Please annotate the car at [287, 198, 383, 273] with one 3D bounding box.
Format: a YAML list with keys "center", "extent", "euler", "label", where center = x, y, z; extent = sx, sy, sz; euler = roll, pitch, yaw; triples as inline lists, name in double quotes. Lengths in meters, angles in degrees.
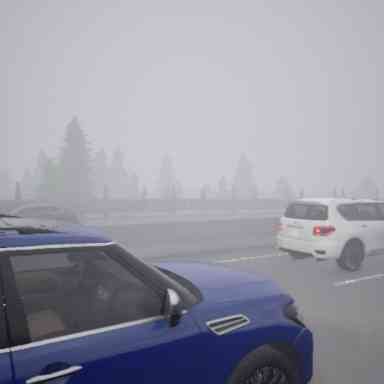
- center: [5.306, 1.212, 10.824]
  extent: [5.566, 2.045, 2.150]
  euler: [0, 0, -29]
  label: "car"

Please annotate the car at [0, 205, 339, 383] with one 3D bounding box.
- center: [-1.441, 1.211, 2.625]
  extent: [5.566, 2.045, 2.150]
  euler: [0, 0, -35]
  label: "car"

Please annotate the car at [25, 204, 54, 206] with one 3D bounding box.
- center: [-8.942, 1.443, 18.788]
  extent: [4.892, 1.490, 1.837]
  euler: [0, 0, -33]
  label: "car"
